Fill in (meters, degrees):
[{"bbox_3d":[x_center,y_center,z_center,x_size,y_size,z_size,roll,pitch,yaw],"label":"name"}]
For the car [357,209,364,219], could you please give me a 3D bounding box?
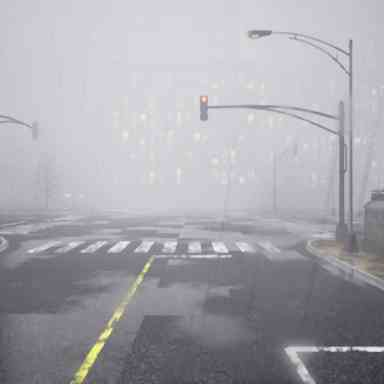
[{"bbox_3d":[17.088,1.723,29.104,4.892,1.490,1.837,1,0,-1],"label":"car"}]
